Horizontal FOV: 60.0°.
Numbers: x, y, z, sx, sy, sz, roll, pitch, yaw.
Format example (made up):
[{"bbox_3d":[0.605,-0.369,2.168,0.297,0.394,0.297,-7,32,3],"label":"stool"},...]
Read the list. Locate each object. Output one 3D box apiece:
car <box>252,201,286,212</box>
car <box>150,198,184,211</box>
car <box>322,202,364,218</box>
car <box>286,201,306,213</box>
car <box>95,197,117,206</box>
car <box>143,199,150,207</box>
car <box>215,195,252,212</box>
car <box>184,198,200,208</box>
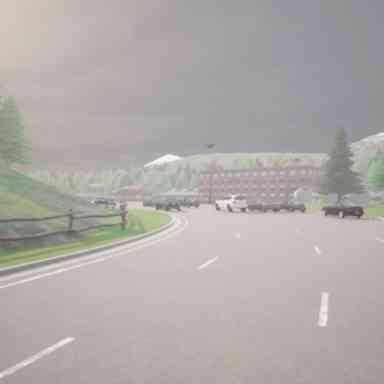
[{"bbox_3d":[9.043,1.796,42.067,2.033,1.411,5.357,1,0,-22],"label":"car"},{"bbox_3d":[-3.301,1.498,43.377,2.097,1.767,4.553,1,0,-28],"label":"car"},{"bbox_3d":[14.797,1.739,32.942,1.882,1.535,5.008,1,0,-8],"label":"car"},{"bbox_3d":[12.563,1.805,42.185,1.812,1.442,4.674,1,0,-17],"label":"car"},{"bbox_3d":[-14.865,1.583,57.571,5.008,1.535,1.882,0,0,44],"label":"car"},{"bbox_3d":[-6.129,1.728,53.479,1.994,1.385,4.181,1,0,-42],"label":"car"},{"bbox_3d":[4.887,1.432,42.253,2.150,2.045,5.566,1,-1,-22],"label":"car"},{"bbox_3d":[-0.607,1.732,52.261,1.812,1.442,4.674,1,0,-38],"label":"car"}]
